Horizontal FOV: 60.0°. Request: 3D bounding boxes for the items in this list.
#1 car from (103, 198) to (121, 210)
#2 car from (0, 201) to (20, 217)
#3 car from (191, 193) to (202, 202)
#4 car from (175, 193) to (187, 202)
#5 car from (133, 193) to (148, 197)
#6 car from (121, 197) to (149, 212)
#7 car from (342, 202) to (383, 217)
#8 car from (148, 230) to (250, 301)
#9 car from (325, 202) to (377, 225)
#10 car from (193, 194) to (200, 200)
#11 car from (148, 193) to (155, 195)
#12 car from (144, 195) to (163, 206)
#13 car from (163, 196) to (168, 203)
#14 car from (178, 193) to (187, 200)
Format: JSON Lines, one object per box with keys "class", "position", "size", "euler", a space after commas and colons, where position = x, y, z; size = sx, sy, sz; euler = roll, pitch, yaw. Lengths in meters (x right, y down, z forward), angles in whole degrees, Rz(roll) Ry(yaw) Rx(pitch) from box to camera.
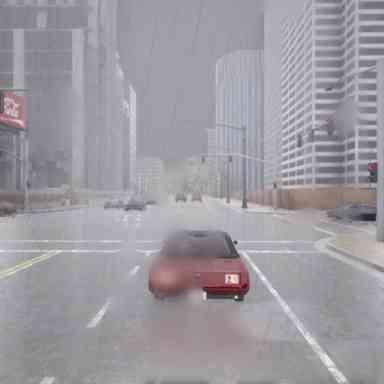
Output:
{"class": "car", "position": [-10.012, 1.523, 42.965], "size": [1.812, 1.442, 4.674], "euler": [0, 0, 1]}
{"class": "car", "position": [-18.498, 1.524, 30.710], "size": [4.674, 1.442, 1.812], "euler": [0, 1, -7]}
{"class": "car", "position": [1.017, 1.212, 73.350], "size": [2.150, 2.045, 5.566], "euler": [0, 0, 1]}
{"class": "car", "position": [-2.483, 1.212, 73.400], "size": [2.150, 2.045, 5.566], "euler": [0, 0, 1]}
{"class": "car", "position": [-9.757, 1.347, 59.133], "size": [2.097, 1.767, 4.553], "euler": [0, 0, 1]}
{"class": "car", "position": [-6.571, 1.599, 38.822], "size": [1.895, 1.301, 4.718], "euler": [0, 0, 1]}
{"class": "car", "position": [16.534, 1.599, 30.405], "size": [4.718, 1.301, 1.895], "euler": [0, 0, 1]}
{"class": "car", "position": [0.212, 1.600, 8.278], "size": [1.895, 1.301, 4.718], "euler": [0, 0, 2]}
{"class": "car", "position": [11.964, 1.490, 23.368], "size": [4.902, 1.511, 2.128], "euler": [0, 0, 2]}
{"class": "car", "position": [1.167, 1.349, 84.020], "size": [1.812, 1.442, 4.674], "euler": [0, 0, 1]}
{"class": "car", "position": [-9.466, 1.216, 74.664], "size": [2.150, 2.045, 5.566], "euler": [0, 0, 1]}
{"class": "car", "position": [-6.344, 1.598, 54.306], "size": [1.895, 1.301, 4.718], "euler": [0, 0, 1]}
{"class": "car", "position": [-6.039, 1.549, 69.445], "size": [1.994, 1.385, 4.181], "euler": [0, 0, 1]}
{"class": "car", "position": [-2.333, 1.179, 84.040], "size": [2.097, 1.767, 4.553], "euler": [0, 0, 1]}
